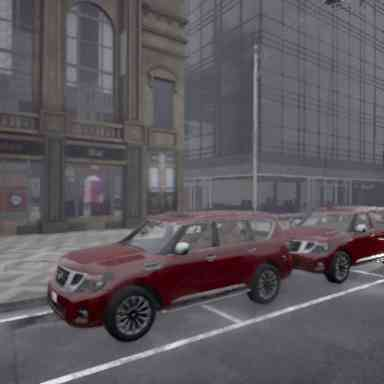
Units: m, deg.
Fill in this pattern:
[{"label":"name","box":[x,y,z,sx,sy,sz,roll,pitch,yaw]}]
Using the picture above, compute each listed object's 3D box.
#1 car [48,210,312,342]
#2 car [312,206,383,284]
[{"label":"car","box":[-0.109,1.337,6.688,5.009,1.841,2.192,0,0,-36]},{"label":"car","box":[4.481,1.371,9.963,5.009,1.841,2.192,0,0,-36]}]
